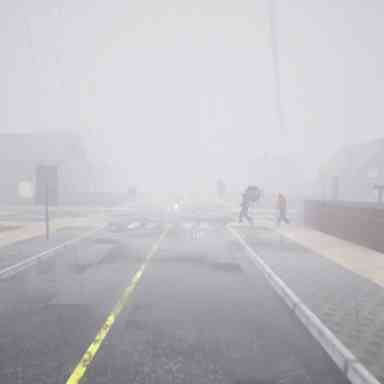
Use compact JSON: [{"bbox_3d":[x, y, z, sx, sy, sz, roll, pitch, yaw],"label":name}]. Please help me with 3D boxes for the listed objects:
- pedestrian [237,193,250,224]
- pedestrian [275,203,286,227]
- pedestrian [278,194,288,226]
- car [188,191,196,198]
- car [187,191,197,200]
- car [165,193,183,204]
[{"bbox_3d":[2.905,0.892,18.751,0.375,1.860,0.375,-1,1,0],"label":"pedestrian"},{"bbox_3d":[4.510,1.282,17.560,0.500,1.100,0.500,-1,1,0],"label":"pedestrian"},{"bbox_3d":[4.866,0.905,18.151,0.375,1.860,0.375,-1,1,0],"label":"pedestrian"},{"bbox_3d":[0.027,0.622,79.385,1.837,1.490,4.892,0,0,0],"label":"car"},{"bbox_3d":[0.024,0.889,69.379,1.994,1.385,4.181,0,0,0],"label":"car"},{"bbox_3d":[-2.811,0.935,48.930,2.128,1.511,4.902,0,1,0],"label":"car"}]
